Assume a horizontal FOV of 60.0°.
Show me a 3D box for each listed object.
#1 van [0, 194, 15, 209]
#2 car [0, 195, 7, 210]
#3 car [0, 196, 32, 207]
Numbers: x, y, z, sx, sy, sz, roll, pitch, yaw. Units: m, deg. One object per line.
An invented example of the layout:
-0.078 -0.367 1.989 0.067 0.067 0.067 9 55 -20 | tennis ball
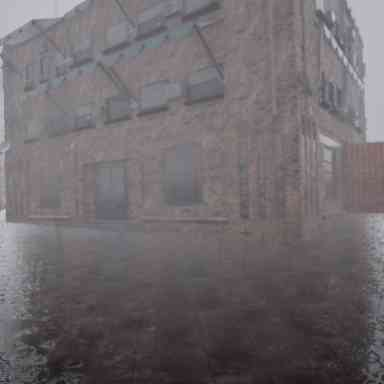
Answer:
-28.717 1.428 49.323 4.442 1.987 1.878 -2 2 24 | van
-19.704 1.192 39.542 5.566 2.045 2.435 -2 1 24 | car
-27.701 1.508 51.937 4.892 1.521 2.231 -2 2 24 | car
